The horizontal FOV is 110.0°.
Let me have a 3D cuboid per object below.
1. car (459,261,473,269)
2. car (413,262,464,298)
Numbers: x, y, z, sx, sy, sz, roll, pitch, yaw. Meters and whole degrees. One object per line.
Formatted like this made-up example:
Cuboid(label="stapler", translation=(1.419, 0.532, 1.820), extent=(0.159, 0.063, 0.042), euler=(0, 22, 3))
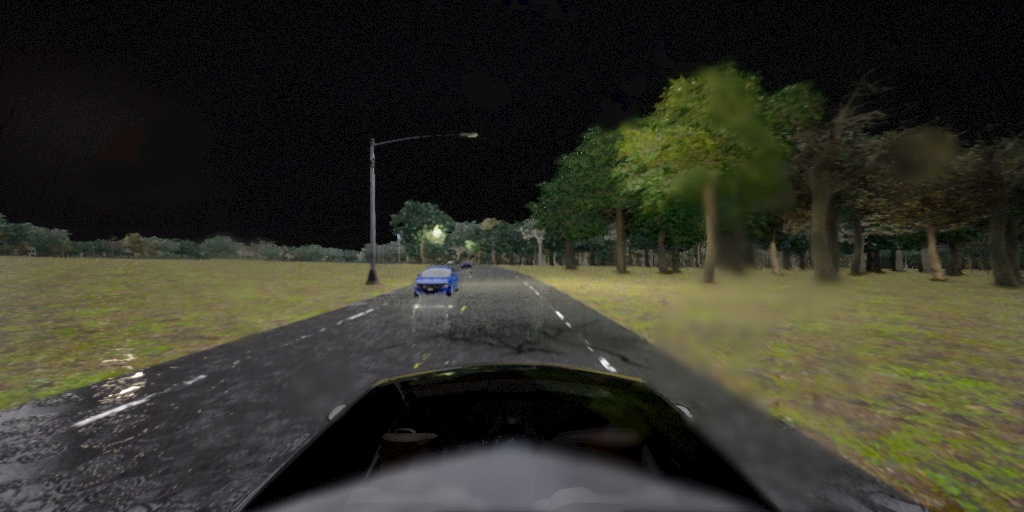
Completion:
Cuboid(label="car", translation=(-7.642, 1.505, 60.674), extent=(1.895, 1.301, 4.718), euler=(0, 0, -7))
Cuboid(label="car", translation=(-3.958, 1.302, 19.414), extent=(1.882, 1.535, 5.008), euler=(0, 0, -2))
